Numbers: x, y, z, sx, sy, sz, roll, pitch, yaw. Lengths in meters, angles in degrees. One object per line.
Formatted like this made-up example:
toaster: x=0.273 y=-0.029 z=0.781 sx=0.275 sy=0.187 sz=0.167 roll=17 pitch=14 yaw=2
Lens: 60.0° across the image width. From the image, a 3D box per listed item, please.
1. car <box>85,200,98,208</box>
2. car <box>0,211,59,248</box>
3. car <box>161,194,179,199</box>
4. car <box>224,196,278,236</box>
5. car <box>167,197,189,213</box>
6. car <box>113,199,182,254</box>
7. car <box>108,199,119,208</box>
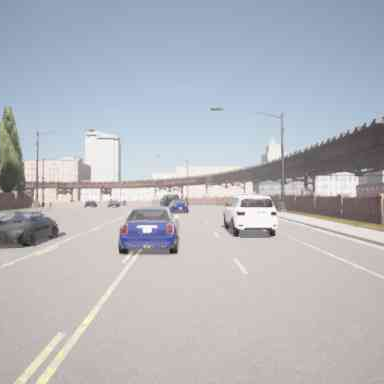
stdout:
car: x=-17.173 y=2.011 z=56.498 sx=1.994 sy=1.385 sz=4.181 roll=0 pitch=-2 yaw=-20
car: x=-7.517 y=1.560 z=14.680 sx=1.994 sy=1.385 sz=4.181 roll=0 pitch=0 yaw=-2
car: x=-3.048 y=1.338 z=46.194 sx=2.150 sy=2.045 sz=5.566 roll=0 pitch=-1 yaw=-14
car: x=3.110 y=1.216 z=18.545 sx=2.150 sy=2.045 sz=5.566 roll=0 pitch=0 yaw=-1
car: x=-1.462 y=1.528 z=36.377 sx=1.812 sy=1.442 sz=4.674 roll=0 pitch=0 yaw=-8
car: x=-1.600 y=1.347 z=13.631 sx=2.097 sy=1.767 sz=4.553 roll=0 pitch=0 yaw=-1
car: x=-13.052 y=1.932 z=55.489 sx=2.033 sy=1.411 sz=5.357 roll=0 pitch=-2 yaw=-18
